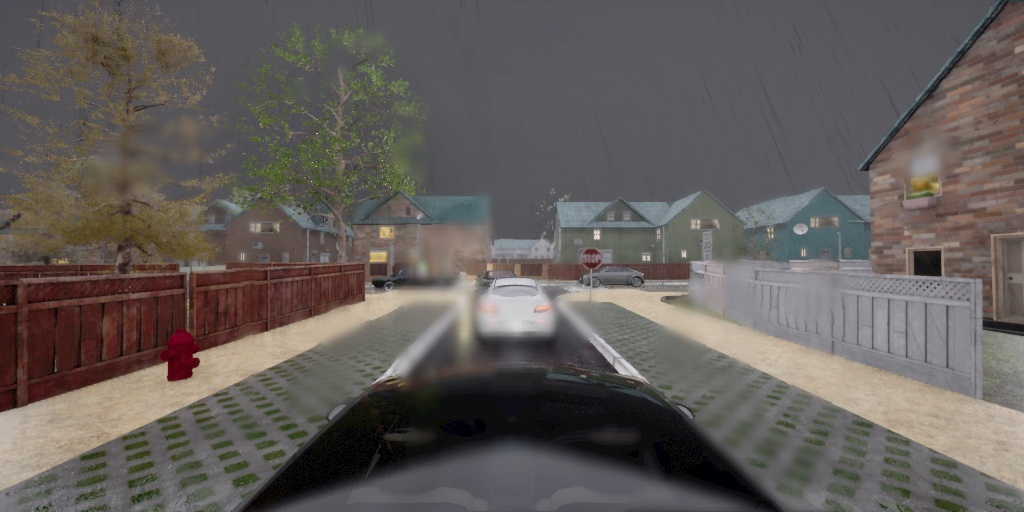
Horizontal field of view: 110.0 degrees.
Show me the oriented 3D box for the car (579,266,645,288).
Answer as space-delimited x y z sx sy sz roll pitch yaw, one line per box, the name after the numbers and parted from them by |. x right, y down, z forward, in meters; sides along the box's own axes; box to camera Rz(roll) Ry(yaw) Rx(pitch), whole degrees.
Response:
6.523 1.344 23.712 4.181 1.385 1.994 0 -1 1 | car

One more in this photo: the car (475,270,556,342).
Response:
0.097 1.279 9.713 1.812 1.442 4.674 0 0 0 | car

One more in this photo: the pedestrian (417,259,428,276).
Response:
-6.718 1.119 26.797 0.375 1.860 0.375 0 -1 1 | pedestrian

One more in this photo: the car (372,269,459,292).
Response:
-5.496 1.416 20.913 4.718 1.301 1.895 -1 -1 1 | car
